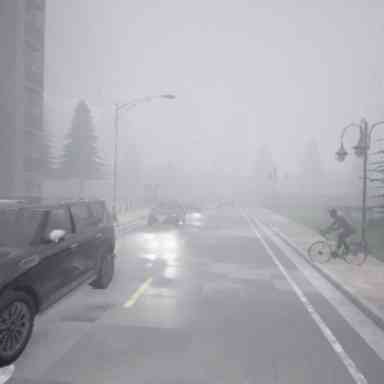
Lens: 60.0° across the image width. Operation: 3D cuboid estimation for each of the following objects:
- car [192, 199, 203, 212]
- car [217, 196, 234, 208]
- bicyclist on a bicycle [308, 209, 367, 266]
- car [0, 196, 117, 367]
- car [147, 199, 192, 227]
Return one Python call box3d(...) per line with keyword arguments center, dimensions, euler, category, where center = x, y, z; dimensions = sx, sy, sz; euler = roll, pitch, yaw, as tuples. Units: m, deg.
box3d(center=(0.018, 1.395, 35.220), dimensions=(1.895, 1.301, 4.718), euler=(1, 0, 7), category="car")
box3d(center=(4.469, 1.328, 44.231), dimensions=(2.128, 1.511, 4.902), euler=(1, 0, 3), category="car")
box3d(center=(4.246, 1.331, 9.680), dimensions=(1.656, 1.620, 0.582), euler=(1, 0, 6), category="bicyclist on a bicycle")
box3d(center=(-3.108, 1.120, 6.077), dimensions=(2.150, 2.045, 5.566), euler=(1, 0, 6), category="car")
box3d(center=(-1.502, 1.336, 21.310), dimensions=(2.128, 1.511, 4.902), euler=(1, 0, 6), category="car")
